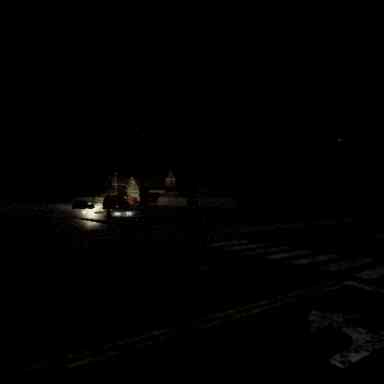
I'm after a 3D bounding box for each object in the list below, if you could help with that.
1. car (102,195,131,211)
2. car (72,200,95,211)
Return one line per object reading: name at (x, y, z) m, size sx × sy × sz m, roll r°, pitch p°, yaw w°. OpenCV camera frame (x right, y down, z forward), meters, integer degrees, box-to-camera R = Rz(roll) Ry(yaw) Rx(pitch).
car at (-10.468, 1.490, 45.716) m, size 2.150 × 2.045 × 5.566 m, roll 0°, pitch 0°, yaw -36°
car at (-15.470, 1.856, 47.108) m, size 2.033 × 1.411 × 5.357 m, roll 0°, pitch 0°, yaw -36°
